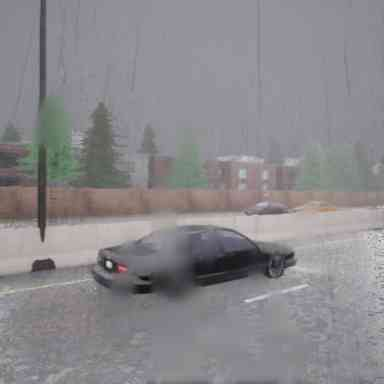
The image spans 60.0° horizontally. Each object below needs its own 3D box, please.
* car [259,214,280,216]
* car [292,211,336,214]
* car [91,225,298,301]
[{"bbox_3d":[6.968,1.576,30.796,4.674,1.442,1.812,1,0,-36],"label":"car"},{"bbox_3d":[10.834,1.554,29.290,5.008,1.535,1.882,1,0,-36],"label":"car"},{"bbox_3d":[0.326,1.549,8.316,5.357,1.411,2.033,0,0,-36],"label":"car"}]
